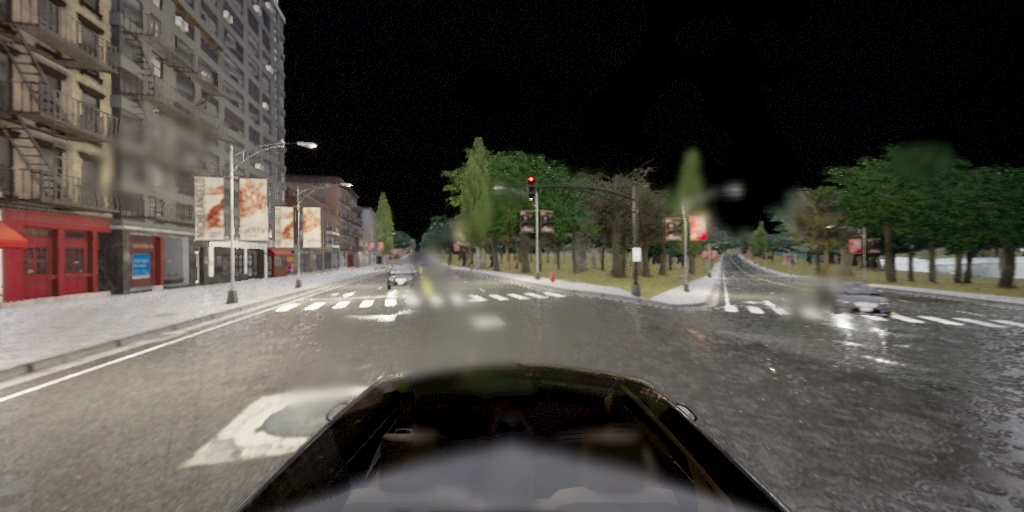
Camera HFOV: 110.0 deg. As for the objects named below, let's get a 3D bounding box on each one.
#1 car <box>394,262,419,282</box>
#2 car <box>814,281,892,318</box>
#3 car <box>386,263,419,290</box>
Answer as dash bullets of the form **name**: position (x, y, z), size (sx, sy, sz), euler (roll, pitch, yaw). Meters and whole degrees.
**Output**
- **car**: position (-9.928, 1.456, 34.060), size (2.097, 1.767, 4.553), euler (-1, -1, -14)
- **car**: position (15.773, 1.953, 16.832), size (2.128, 1.511, 4.902), euler (-1, -1, 30)
- **car**: position (-7.615, 1.480, 25.152), size (2.128, 1.511, 4.902), euler (-1, 0, -14)
